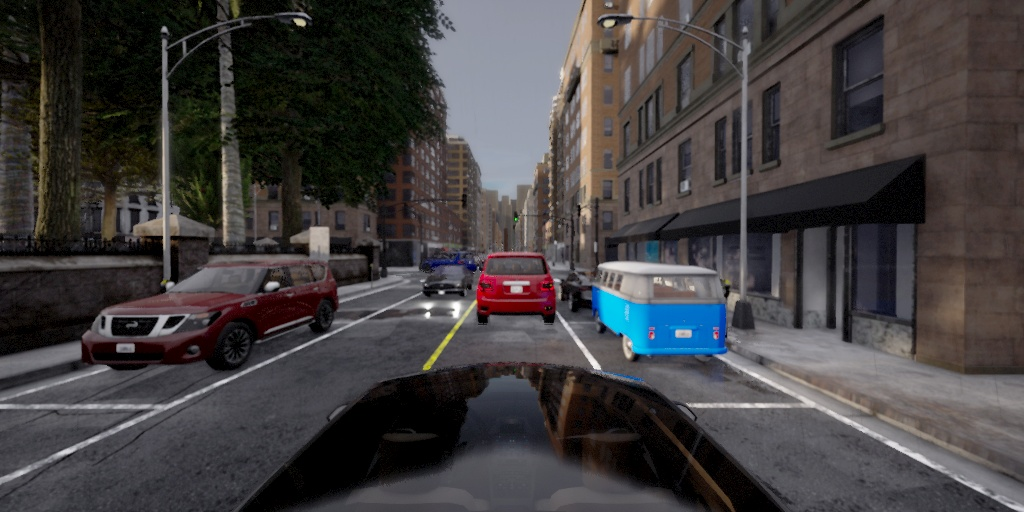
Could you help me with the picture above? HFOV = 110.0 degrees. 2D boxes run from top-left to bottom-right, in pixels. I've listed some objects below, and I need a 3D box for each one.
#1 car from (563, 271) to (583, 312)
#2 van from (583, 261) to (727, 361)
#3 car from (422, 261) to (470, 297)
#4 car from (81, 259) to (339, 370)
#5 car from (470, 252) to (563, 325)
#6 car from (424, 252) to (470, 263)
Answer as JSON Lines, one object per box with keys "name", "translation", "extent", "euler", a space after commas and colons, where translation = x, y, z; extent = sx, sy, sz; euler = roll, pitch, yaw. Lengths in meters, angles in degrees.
{"name": "car", "translation": [2.857, 1.210, 13.479], "extent": [1.948, 1.339, 4.313], "euler": [0, 0, 0]}
{"name": "van", "translation": [2.857, 1.036, 7.819], "extent": [1.690, 1.789, 3.998], "euler": [0, 0, 0]}
{"name": "car", "translation": [-3.002, 1.150, 17.950], "extent": [2.033, 1.411, 5.357], "euler": [0, 0, 0]}
{"name": "car", "translation": [-5.668, 1.011, 7.779], "extent": [2.192, 1.841, 5.009], "euler": [0, 0, 0]}
{"name": "car", "translation": [0.107, 0.885, 11.591], "extent": [2.150, 2.045, 5.566], "euler": [0, 1, 0]}
{"name": "car", "translation": [-5.727, 0.681, 32.502], "extent": [5.566, 2.045, 2.150], "euler": [0, -1, 39]}
